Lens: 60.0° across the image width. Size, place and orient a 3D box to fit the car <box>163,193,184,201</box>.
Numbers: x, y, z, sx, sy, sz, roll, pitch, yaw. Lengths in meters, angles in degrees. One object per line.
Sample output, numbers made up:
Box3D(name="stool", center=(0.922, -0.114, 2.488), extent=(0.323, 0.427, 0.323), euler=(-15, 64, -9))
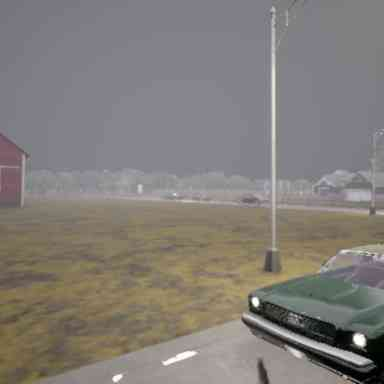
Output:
Box3D(name="car", center=(-3.614, 0.948, 64.366), extent=(2.033, 1.411, 5.357), euler=(2, -1, -35))

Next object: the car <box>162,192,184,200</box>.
Box3D(name="car", center=(-4.140, 0.827, 71.153), extent=(2.033, 1.411, 5.357), euler=(2, -1, -35))

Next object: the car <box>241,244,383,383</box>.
Box3D(name="car", center=(3.032, 1.595, 5.222), extent=(4.718, 1.301, 1.895), euler=(0, 0, -35))

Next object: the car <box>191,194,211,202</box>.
Box3D(name="car", center=(1.651, 1.082, 62.998), extent=(1.994, 1.385, 4.181), euler=(2, -1, -35))

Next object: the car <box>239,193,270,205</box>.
Box3D(name="car", center=(8.804, 0.926, 46.746), extent=(2.097, 1.767, 4.553), euler=(2, -1, -35))
